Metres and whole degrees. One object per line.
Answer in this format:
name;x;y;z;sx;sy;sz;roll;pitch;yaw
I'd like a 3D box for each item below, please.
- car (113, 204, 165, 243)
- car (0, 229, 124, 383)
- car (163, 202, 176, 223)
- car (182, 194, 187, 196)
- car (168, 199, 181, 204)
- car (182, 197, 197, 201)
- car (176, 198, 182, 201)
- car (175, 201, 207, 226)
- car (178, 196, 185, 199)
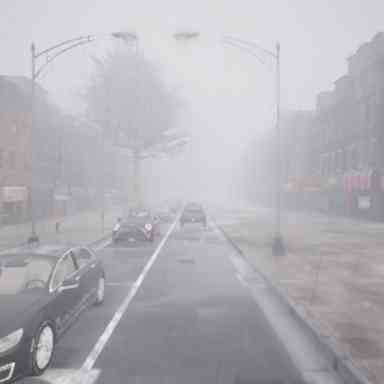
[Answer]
car;-2.656;1.585;16.565;1.967;1.590;4.097;-1;0;0
car;-2.650;1.604;5.495;2.008;1.369;4.403;-1;-1;0
car;-2.658;1.767;27.635;2.008;1.369;4.403;-1;0;0
car;-2.673;1.802;83.006;1.802;1.307;4.206;0;0;0
car;-2.662;1.812;38.705;1.887;1.381;4.507;-1;0;0
car;0.083;1.769;41.503;2.128;1.511;4.902;0;0;0
car;-2.664;1.869;44.240;1.802;1.307;4.206;-1;0;0
car;0.089;1.691;24.993;2.128;1.511;4.902;0;0;0
car;-2.669;1.871;55.307;1.887;1.381;4.507;-1;0;0
